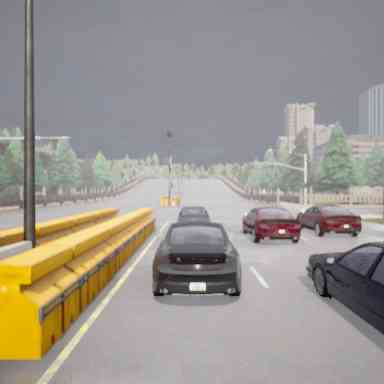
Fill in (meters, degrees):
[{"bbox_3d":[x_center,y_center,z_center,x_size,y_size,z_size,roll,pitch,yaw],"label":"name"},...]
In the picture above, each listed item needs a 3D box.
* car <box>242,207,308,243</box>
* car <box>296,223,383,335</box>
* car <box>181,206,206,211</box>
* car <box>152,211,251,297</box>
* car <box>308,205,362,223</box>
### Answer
[{"bbox_3d":[3.593,1.422,15.769,1.882,1.535,5.008,0,0,0],"label":"car"},{"bbox_3d":[3.593,1.528,5.368,2.033,1.411,5.357,0,0,0],"label":"car"},{"bbox_3d":[0.091,1.483,18.231,2.033,1.411,5.357,0,0,0],"label":"car"},{"bbox_3d":[0.099,1.475,8.496,1.837,1.490,4.892,0,0,0],"label":"car"},{"bbox_3d":[7.091,1.415,17.756,1.882,1.535,5.008,0,0,0],"label":"car"}]
